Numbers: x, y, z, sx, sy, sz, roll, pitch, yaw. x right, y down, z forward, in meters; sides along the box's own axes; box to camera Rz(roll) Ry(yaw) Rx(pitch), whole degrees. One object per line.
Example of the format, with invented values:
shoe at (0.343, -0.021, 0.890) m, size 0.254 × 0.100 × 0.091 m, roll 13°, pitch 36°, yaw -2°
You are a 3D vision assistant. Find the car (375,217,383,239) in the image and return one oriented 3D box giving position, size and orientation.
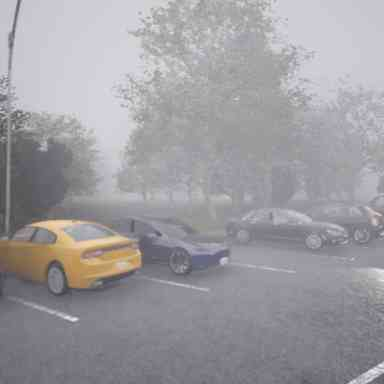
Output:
car at (7.736, 1.512, 10.122) m, size 4.181 × 1.385 × 1.994 m, roll 0°, pitch 0°, yaw -34°

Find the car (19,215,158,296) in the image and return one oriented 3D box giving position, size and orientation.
car at (-3.551, 1.475, 8.657) m, size 5.008 × 1.535 × 2.097 m, roll -1°, pitch 0°, yaw 35°

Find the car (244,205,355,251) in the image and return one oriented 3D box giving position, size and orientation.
car at (3.760, 1.441, 13.766) m, size 4.892 × 1.521 × 2.231 m, roll -1°, pitch -1°, yaw 35°

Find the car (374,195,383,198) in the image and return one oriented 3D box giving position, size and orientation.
car at (11.110, 1.162, 18.777) m, size 5.566 × 2.045 × 2.435 m, roll -1°, pitch 0°, yaw 36°

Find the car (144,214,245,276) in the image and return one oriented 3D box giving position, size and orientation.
car at (-1.095, 1.492, 10.352) m, size 4.792 × 1.488 × 2.163 m, roll -1°, pitch -1°, yaw 35°

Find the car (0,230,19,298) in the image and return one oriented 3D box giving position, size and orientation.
car at (-5.956, 1.363, 6.923) m, size 4.553 × 1.767 × 2.185 m, roll -1°, pitch 0°, yaw 34°

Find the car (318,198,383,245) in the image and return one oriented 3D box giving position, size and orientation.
car at (6.236, 1.304, 15.412) m, size 4.553 × 1.767 × 2.185 m, roll -1°, pitch 0°, yaw 36°
